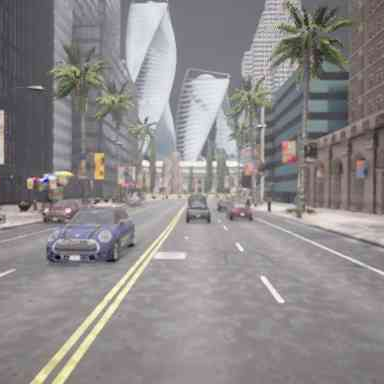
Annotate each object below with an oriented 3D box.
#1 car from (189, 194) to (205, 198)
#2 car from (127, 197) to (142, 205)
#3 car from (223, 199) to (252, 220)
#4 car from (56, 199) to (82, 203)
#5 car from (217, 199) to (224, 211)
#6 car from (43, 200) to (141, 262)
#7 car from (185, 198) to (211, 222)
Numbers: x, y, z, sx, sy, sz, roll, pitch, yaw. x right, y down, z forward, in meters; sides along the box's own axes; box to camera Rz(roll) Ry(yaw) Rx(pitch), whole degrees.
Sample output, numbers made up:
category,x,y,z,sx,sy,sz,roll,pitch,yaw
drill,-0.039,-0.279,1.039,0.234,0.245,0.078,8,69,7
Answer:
category,x,y,z,sx,sy,sz,roll,pitch,yaw
car,0.588,1.292,38.904,2.150,2.045,5.566,0,0,1
car,-9.514,1.513,55.234,2.231,1.521,4.892,0,0,0
car,4.007,1.598,28.556,1.812,1.442,4.674,0,0,1
car,-9.700,1.337,25.860,2.185,1.767,4.553,0,0,0
car,4.088,1.586,41.305,2.128,1.511,4.902,0,0,0
car,-3.400,1.350,12.021,2.097,1.767,4.553,0,0,1
car,0.488,1.539,26.335,2.128,1.511,4.902,0,0,1
